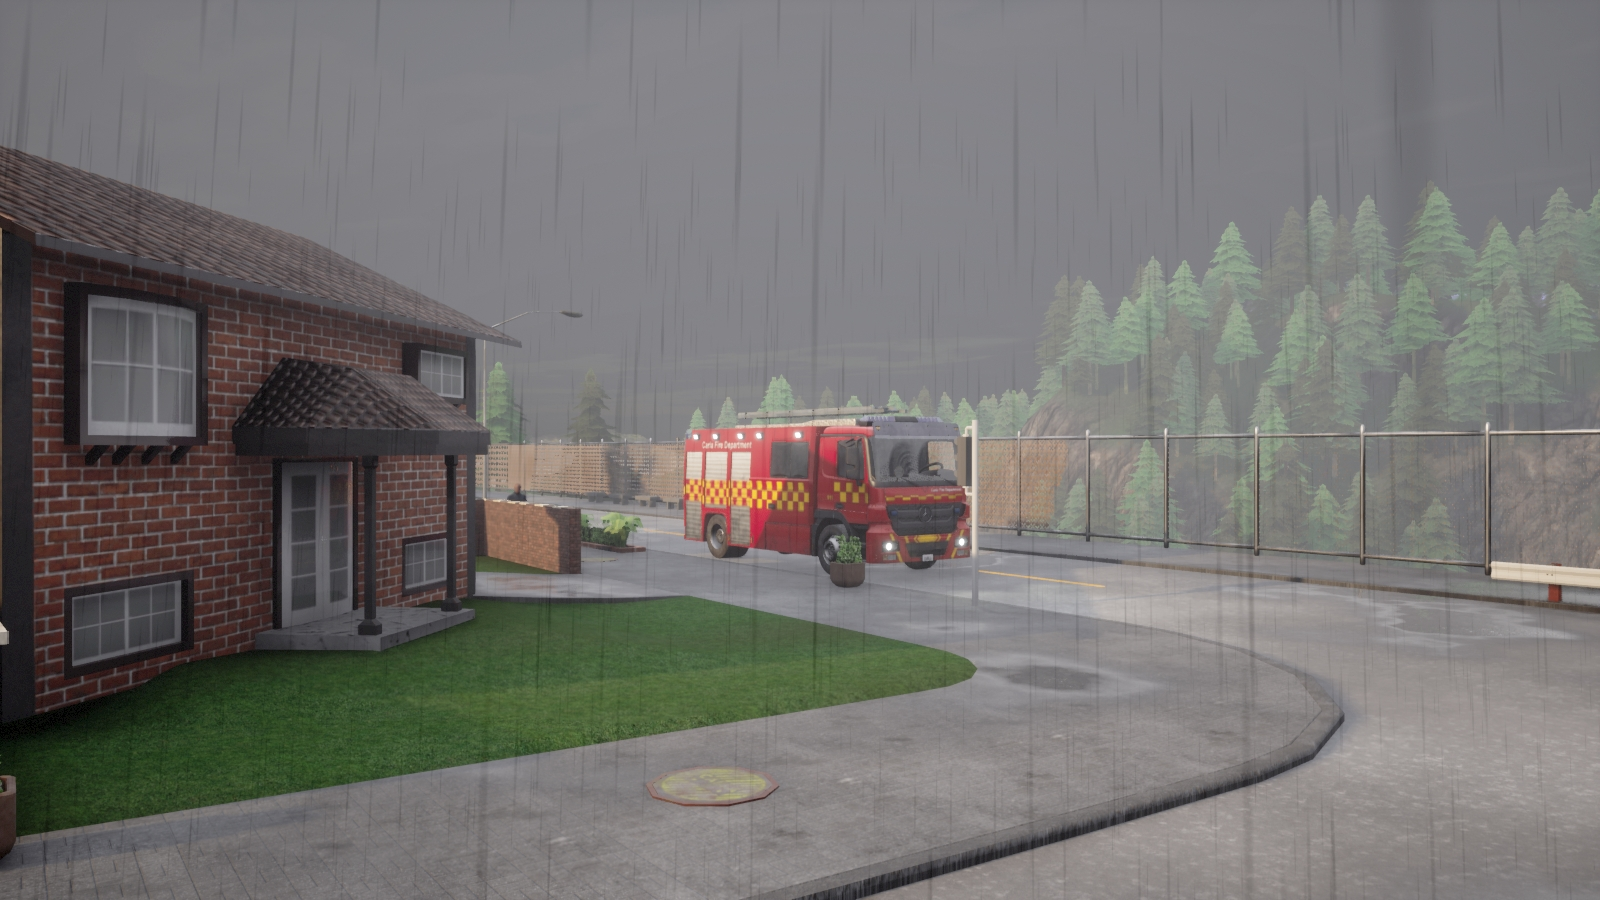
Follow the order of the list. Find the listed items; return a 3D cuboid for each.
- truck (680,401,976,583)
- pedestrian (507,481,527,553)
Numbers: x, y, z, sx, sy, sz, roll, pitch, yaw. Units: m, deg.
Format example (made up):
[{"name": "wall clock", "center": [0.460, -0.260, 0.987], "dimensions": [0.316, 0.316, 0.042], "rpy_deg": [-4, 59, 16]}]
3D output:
[{"name": "truck", "center": [0.353, 0.890, 28.322], "dimensions": [2.891, 3.827, 8.468], "rpy_deg": [0, 0, -35]}, {"name": "pedestrian", "center": [-7.406, 1.745, 29.905], "dimensions": [0.375, 1.860, 0.375], "rpy_deg": [0, 0, -37]}]
